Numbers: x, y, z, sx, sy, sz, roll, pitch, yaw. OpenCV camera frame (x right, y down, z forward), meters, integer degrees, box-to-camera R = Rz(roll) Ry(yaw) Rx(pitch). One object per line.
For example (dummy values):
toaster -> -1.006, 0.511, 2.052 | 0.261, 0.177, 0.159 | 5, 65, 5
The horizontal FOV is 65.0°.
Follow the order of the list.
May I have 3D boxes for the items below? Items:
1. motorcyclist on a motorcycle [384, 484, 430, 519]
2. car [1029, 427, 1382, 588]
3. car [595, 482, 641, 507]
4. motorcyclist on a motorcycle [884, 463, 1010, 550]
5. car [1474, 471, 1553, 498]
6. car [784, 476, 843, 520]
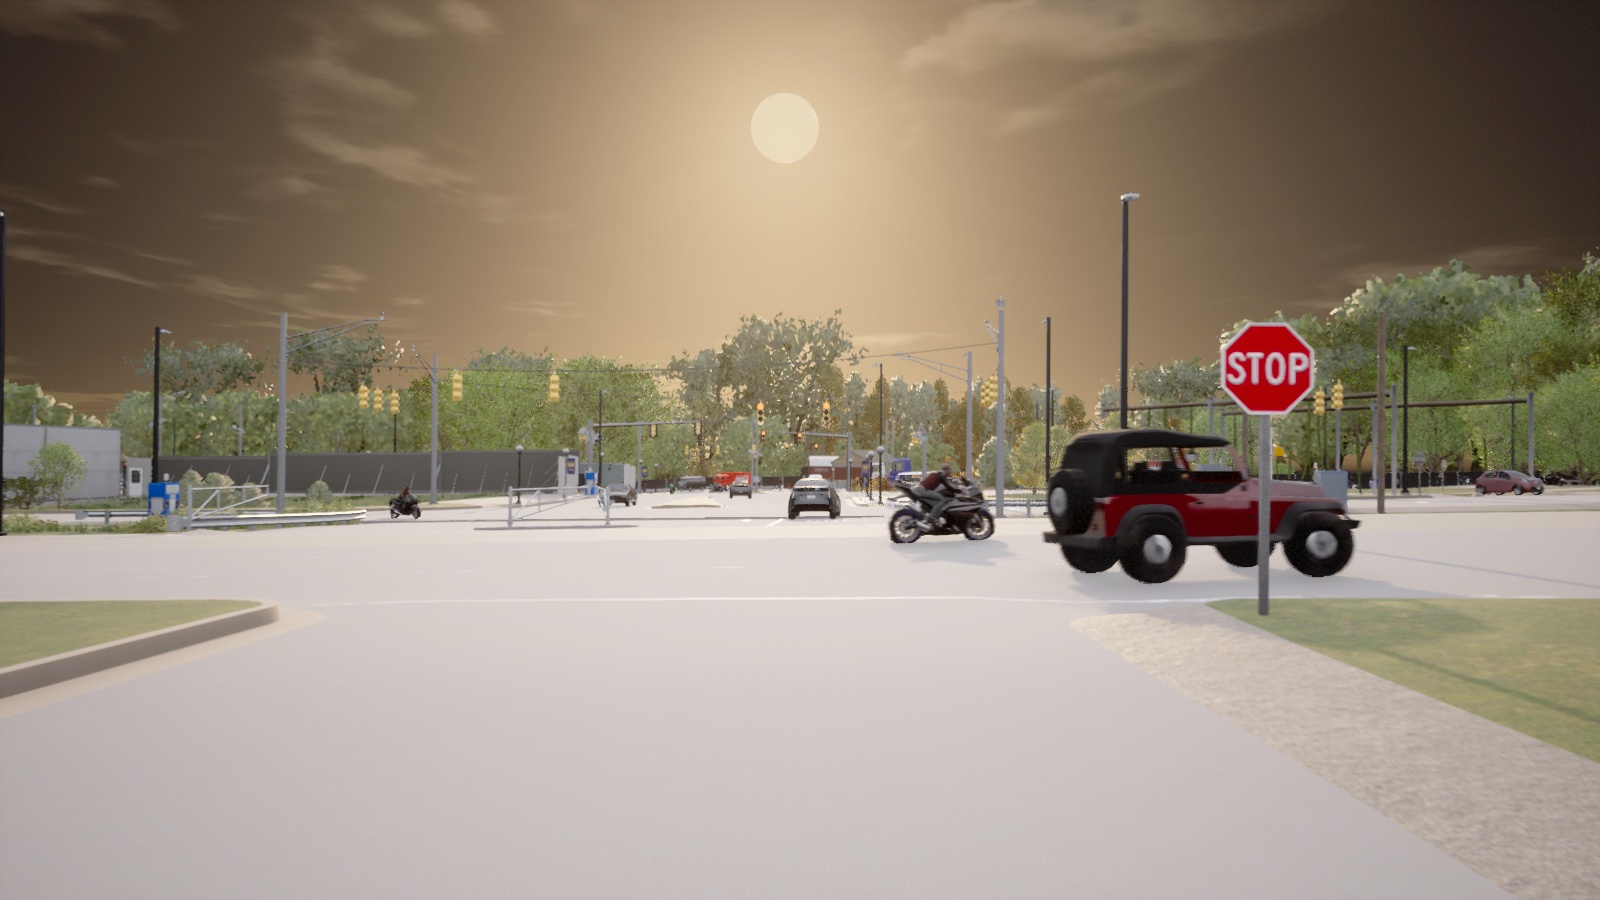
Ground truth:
motorcyclist on a motorcycle -> -17.920, 2.363, 57.233 | 2.044, 1.523, 0.797 | -1, 1, 31
car -> 5.142, 0.678, 16.135 | 3.866, 1.878, 1.905 | 0, -1, -14
car -> -11.213, 2.736, 77.693 | 2.033, 1.411, 5.357 | 0, -1, 0
motorcyclist on a motorcycle -> 2.750, 1.028, 23.557 | 2.191, 1.530, 0.866 | 0, 1, -21
car -> 41.128, 1.989, 72.465 | 1.845, 1.501, 3.633 | 1, -3, -19
car -> 0.554, 1.797, 48.043 | 2.007, 1.525, 4.514 | -1, -1, 3
